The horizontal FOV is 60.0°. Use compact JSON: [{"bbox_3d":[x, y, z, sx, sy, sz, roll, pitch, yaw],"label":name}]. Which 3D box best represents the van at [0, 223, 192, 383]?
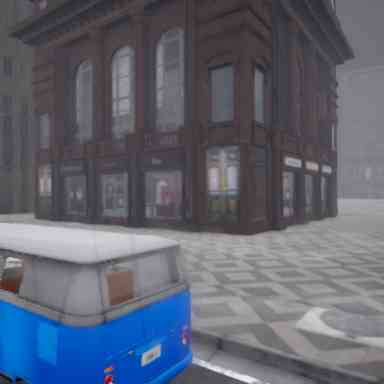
[{"bbox_3d":[-1.905,1.364,4.325,3.998,1.788,1.690,0,0,35],"label":"van"}]
